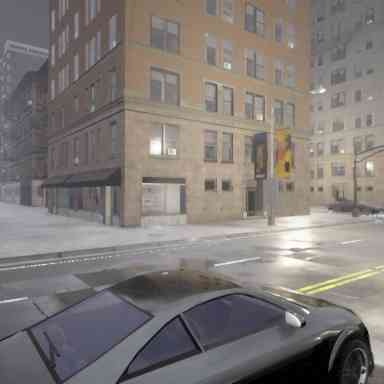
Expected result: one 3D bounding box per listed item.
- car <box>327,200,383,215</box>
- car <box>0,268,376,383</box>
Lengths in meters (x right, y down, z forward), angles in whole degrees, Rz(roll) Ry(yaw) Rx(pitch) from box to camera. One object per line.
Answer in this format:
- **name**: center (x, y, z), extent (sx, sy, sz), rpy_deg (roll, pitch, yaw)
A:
- **car**: center (16.807, 1.541, 34.367), extent (2.033, 1.411, 5.357), rpy_deg (0, 0, -36)
- **car**: center (0.122, 1.564, 3.546), extent (4.181, 1.385, 1.994), rpy_deg (0, 0, -36)
